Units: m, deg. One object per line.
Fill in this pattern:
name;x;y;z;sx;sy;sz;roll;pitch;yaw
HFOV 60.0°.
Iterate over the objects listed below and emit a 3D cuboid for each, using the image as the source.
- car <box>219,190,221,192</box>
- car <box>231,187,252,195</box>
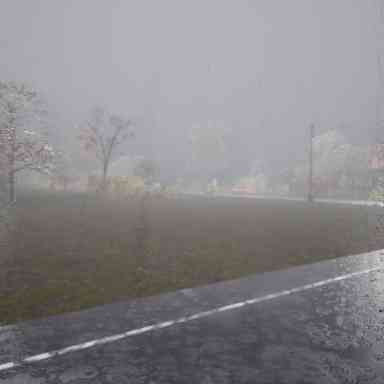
car;4.404;-0.427;75.292;1.895;1.301;4.718;0;2;-35
car;9.987;-0.269;67.411;2.097;1.767;4.553;0;2;-35
